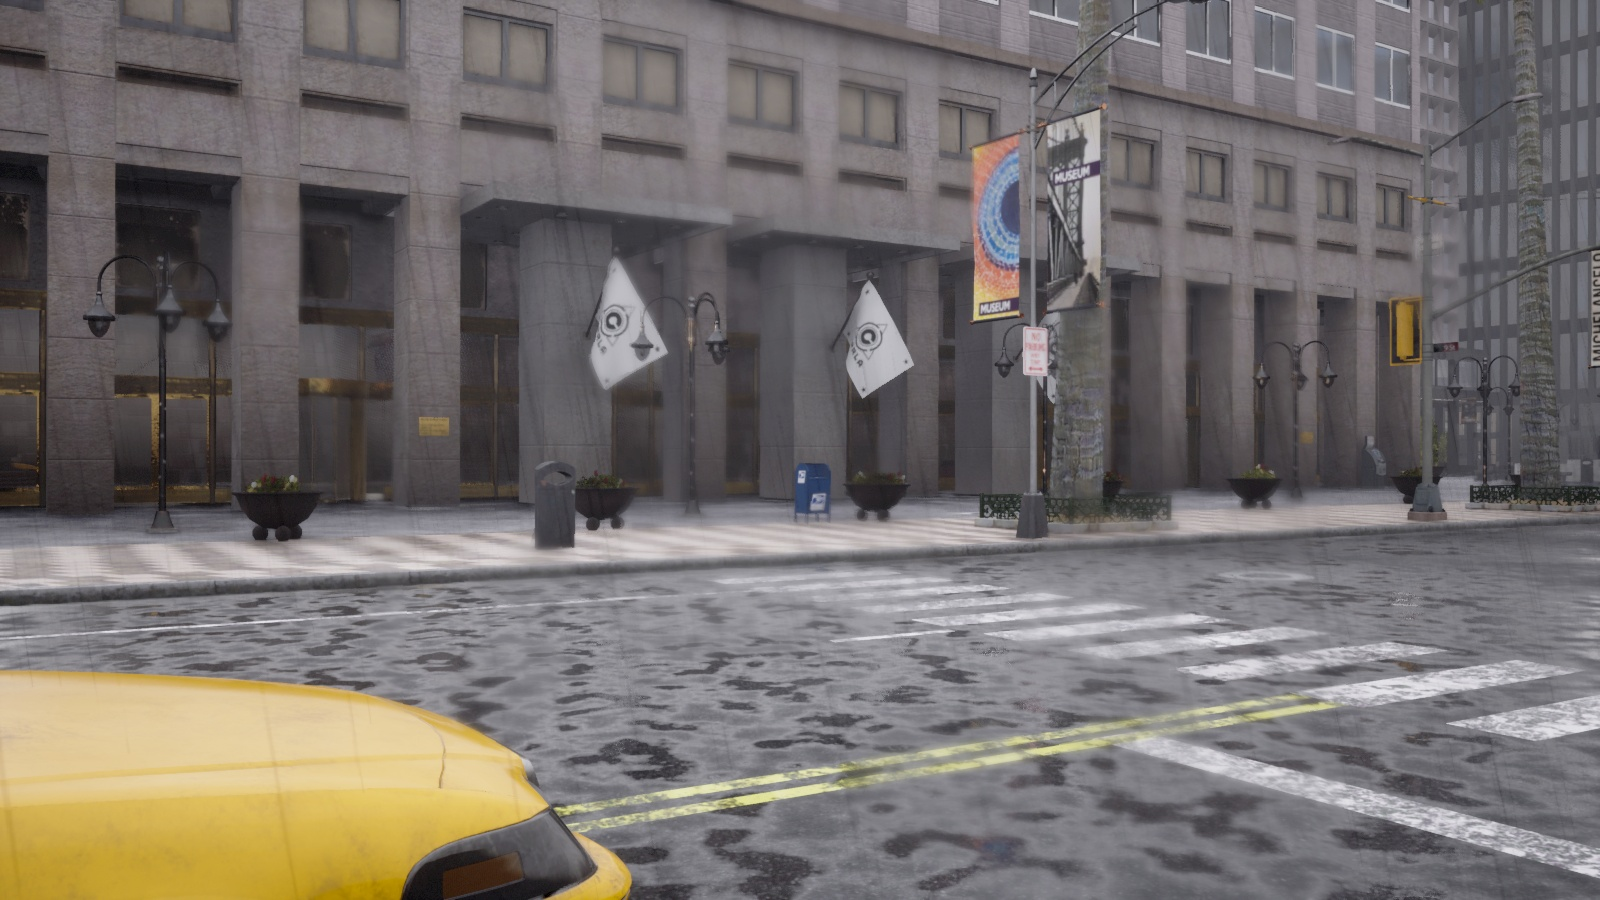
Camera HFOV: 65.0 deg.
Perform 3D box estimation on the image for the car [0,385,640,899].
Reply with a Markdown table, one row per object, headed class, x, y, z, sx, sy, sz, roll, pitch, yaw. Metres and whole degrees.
| class | x | y | z | sx | sy | sz | roll | pitch | yaw |
| --- | --- | --- | --- | --- | --- | --- | --- | --- | --- |
| car | -3.013 | 0.694 | 1.635 | 5.366 | 1.575 | 1.801 | 0 | 0 | -36 |
